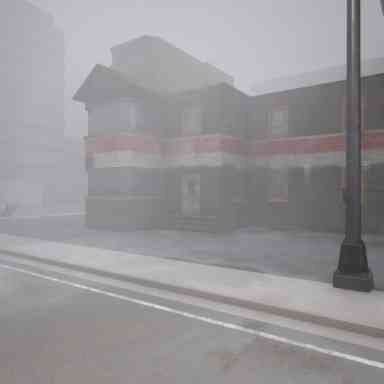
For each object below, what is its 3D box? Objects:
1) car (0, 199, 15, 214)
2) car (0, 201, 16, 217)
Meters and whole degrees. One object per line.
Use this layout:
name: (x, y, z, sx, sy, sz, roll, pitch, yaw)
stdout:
car: (-17.597, 1.246, 28.304, 1.853, 1.218, 4.536, 0, 0, 15)
car: (-17.611, 1.404, 28.254, 2.038, 1.542, 4.974, 0, 0, 15)
